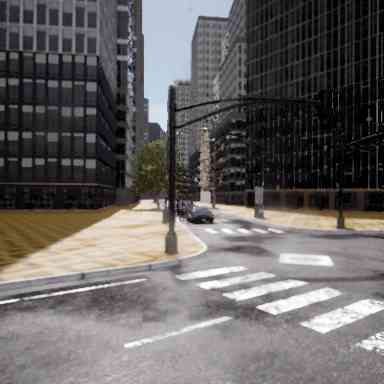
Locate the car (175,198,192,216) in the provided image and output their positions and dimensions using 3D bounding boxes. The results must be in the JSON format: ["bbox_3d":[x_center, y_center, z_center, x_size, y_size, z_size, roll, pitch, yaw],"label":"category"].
[{"bbox_3d":[-0.557,1.841,39.346,2.097,1.767,4.553,0,-1,-7],"label":"car"}]

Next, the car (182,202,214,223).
[{"bbox_3d":[0.656,1.910,29.355,2.033,1.411,5.357,0,-1,-7],"label":"car"}]

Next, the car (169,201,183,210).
[{"bbox_3d":[-2.785,2.278,57.996,2.033,1.411,5.357,0,-1,-6],"label":"car"}]
